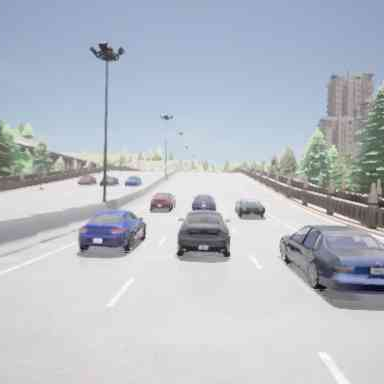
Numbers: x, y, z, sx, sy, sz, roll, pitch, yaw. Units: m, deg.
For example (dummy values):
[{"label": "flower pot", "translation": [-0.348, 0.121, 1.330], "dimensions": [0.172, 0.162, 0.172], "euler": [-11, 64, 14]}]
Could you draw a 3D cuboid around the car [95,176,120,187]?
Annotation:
[{"label": "car", "translation": [-12.340, -1.653, 49.989], "dimensions": [2.033, 1.411, 5.357], "euler": [1, 7, 2]}]

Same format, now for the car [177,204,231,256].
[{"label": "car", "translation": [0.469, 1.474, 13.067], "dimensions": [1.837, 1.490, 4.892], "euler": [1, 1, 2]}]

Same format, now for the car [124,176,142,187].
[{"label": "car", "translation": [-8.829, -1.696, 50.224], "dimensions": [1.882, 1.535, 5.008], "euler": [1, 6, 2]}]

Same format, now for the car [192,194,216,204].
[{"label": "car", "translation": [1.005, 0.878, 28.165], "dimensions": [1.994, 1.385, 4.181], "euler": [1, 4, 2]}]

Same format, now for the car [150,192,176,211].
[{"label": "car", "translation": [-2.473, 0.738, 28.720], "dimensions": [1.812, 1.442, 4.674], "euler": [1, 4, 2]}]

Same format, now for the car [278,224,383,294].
[{"label": "car", "translation": [3.805, 1.608, 9.119], "dimensions": [2.033, 1.411, 5.357], "euler": [1, 0, 3]}]

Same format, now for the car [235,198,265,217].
[{"label": "car", "translation": [4.415, 1.124, 25.966], "dimensions": [1.895, 1.301, 4.718], "euler": [1, 4, 2]}]

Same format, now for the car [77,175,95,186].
[{"label": "car", "translation": [-15.821, -1.780, 50.420], "dimensions": [1.812, 1.442, 4.674], "euler": [1, 7, 2]}]

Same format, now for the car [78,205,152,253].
[{"label": "car", "translation": [-3.024, 1.421, 13.295], "dimensions": [1.812, 1.442, 4.674], "euler": [1, 1, 2]}]
